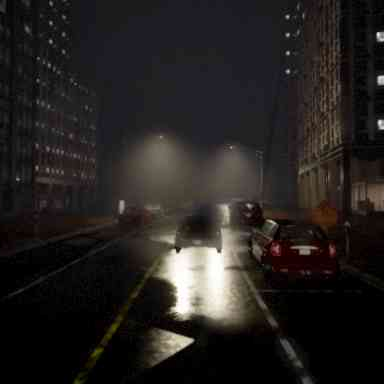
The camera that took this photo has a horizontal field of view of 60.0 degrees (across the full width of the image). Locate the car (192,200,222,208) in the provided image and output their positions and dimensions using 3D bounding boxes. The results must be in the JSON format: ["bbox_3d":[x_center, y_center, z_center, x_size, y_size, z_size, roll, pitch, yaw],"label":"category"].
[{"bbox_3d":[1.393,1.731,29.278,1.882,1.535,5.008,0,0,6],"label":"car"}]

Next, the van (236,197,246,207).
[{"bbox_3d":[9.210,1.832,62.579,1.690,1.788,3.998,1,0,12],"label":"van"}]

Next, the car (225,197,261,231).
[{"bbox_3d":[3.501,1.506,21.821,2.192,1.841,5.009,1,0,5],"label":"car"}]

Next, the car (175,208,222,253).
[{"bbox_3d":[0.329,1.656,14.292,1.812,1.442,4.674,0,0,3],"label":"car"}]

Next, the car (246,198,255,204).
[{"bbox_3d":[14.992,2.176,85.593,1.752,1.417,4.829,1,0,16],"label":"car"}]

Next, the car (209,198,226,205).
[{"bbox_3d":[5.656,2.121,71.732,2.033,1.411,5.357,0,0,13],"label":"car"}]

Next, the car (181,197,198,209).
[{"bbox_3d":[-0.699,1.978,53.478,1.752,1.417,4.829,1,0,10],"label":"car"}]

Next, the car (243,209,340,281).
[{"bbox_3d":[2.887,1.534,10.226,1.967,1.590,4.097,1,0,2],"label":"car"}]

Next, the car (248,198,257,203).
[{"bbox_3d":[16.639,2.253,91.025,1.947,1.339,4.313,1,0,18],"label":"car"}]

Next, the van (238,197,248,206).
[{"bbox_3d":[10.472,1.873,68.304,1.690,1.788,3.998,1,0,13],"label":"van"}]

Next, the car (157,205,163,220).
[{"bbox_3d":[-3.757,1.828,31.096,2.008,1.369,4.403,1,0,5],"label":"car"}]

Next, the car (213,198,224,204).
[{"bbox_3d":[7.050,2.271,86.998,1.947,1.339,4.313,1,0,16],"label":"car"}]

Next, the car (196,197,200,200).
[{"bbox_3d":[0.356,1.812,59.220,2.192,1.841,5.009,1,0,11],"label":"car"}]

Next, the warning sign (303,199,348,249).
[{"bbox_3d":[5.194,1.233,13.067,1.300,1.860,1.060,-1,-2,2],"label":"warning sign"}]

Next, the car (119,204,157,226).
[{"bbox_3d":[-4.269,1.776,25.428,1.887,1.381,4.507,1,0,4],"label":"car"}]
